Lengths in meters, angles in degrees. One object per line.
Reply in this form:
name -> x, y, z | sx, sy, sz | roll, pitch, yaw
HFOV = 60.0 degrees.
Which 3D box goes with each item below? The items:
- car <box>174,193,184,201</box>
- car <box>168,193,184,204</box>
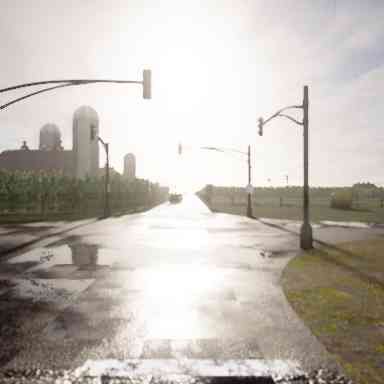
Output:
car -> -2.721, 1.075, 70.619 | 1.837, 1.490, 4.892 | 0, 0, 0
car -> -2.758, 1.162, 54.822 | 1.837, 1.490, 4.892 | 0, 0, 0
